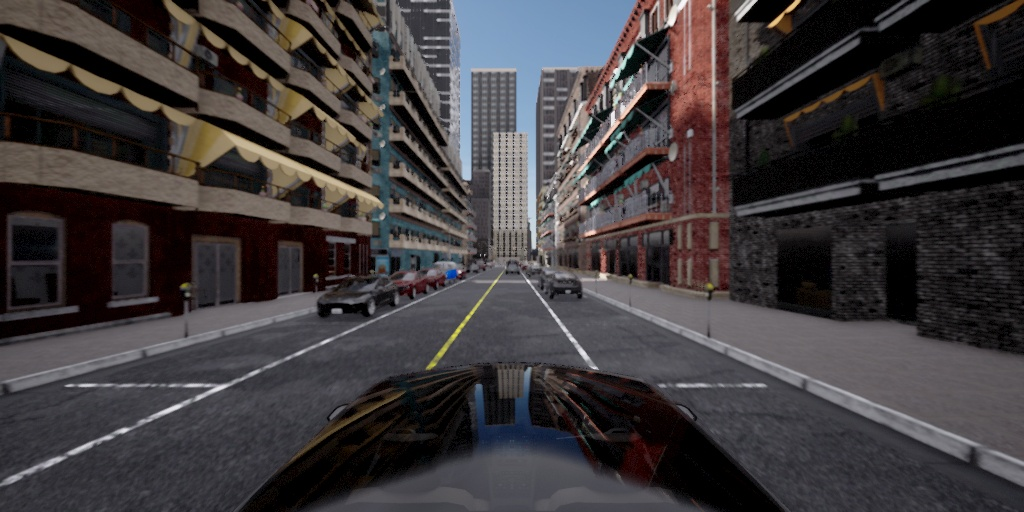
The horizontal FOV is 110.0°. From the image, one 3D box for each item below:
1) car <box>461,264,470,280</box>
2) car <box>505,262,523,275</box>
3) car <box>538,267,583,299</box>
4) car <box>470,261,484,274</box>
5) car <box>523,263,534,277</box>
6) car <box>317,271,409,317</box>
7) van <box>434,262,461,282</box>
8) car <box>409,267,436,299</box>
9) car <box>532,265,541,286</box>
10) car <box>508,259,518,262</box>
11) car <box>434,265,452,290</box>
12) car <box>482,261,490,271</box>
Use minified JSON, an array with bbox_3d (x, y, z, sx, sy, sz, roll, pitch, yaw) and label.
[{"bbox_3d":[-5.693,1.556,35.931,1.967,1.591,4.097,0,0,0],"label":"car"},{"bbox_3d":[0.093,1.827,49.406,1.994,1.385,4.181,0,-1,1],"label":"car"},{"bbox_3d":[2.688,1.489,19.348,2.007,1.370,4.403,0,0,0],"label":"car"},{"bbox_3d":[-5.694,1.864,52.500,1.948,1.339,4.313,0,0,0],"label":"car"},{"bbox_3d":[2.688,1.728,41.441,2.007,1.370,4.403,0,0,0],"label":"car"},{"bbox_3d":[-5.692,1.444,13.838,1.948,1.339,4.313,0,0,0],"label":"car"},{"bbox_3d":[-5.693,1.397,30.408,1.690,1.789,3.998,0,0,0],"label":"van"},{"bbox_3d":[-5.692,1.483,19.361,1.888,1.381,4.507,0,0,0],"label":"car"},{"bbox_3d":[2.688,1.548,24.871,2.007,1.370,4.403,0,0,0],"label":"car"},{"bbox_3d":[0.099,1.645,64.315,2.150,2.045,5.566,0,-1,0],"label":"car"},{"bbox_3d":[-5.693,1.542,24.885,1.888,1.381,4.507,0,0,0],"label":"car"},{"bbox_3d":[-5.694,1.735,63.545,2.192,1.841,5.009,0,0,0],"label":"car"}]
